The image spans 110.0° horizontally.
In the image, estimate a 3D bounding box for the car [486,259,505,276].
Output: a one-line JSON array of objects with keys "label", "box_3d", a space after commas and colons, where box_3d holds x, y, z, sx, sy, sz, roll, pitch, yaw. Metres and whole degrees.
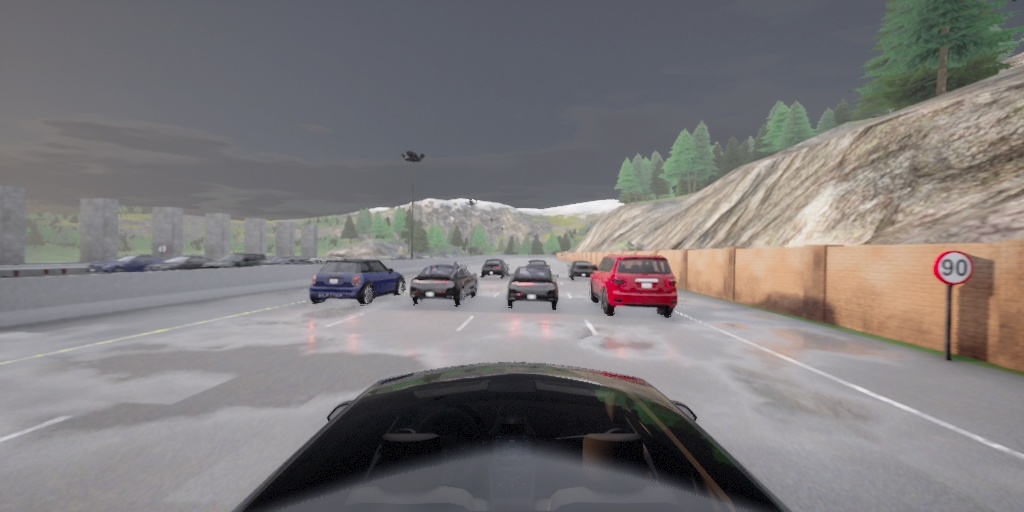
[{"label": "car", "box_3d": [-1.369, 1.011, 29.944, 1.837, 1.490, 4.892, 1, 1, 5]}]

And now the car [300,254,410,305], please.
[{"label": "car", "box_3d": [-6.126, 0.894, 14.796, 2.097, 1.767, 4.553, 1, 0, 5]}]

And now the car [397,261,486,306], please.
[{"label": "car", "box_3d": [-2.619, 1.093, 14.768, 2.128, 1.511, 4.902, 1, 0, 5]}]

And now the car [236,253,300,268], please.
[{"label": "car", "box_3d": [-16.032, 0.782, 25.078, 2.128, 1.511, 4.902, 1, 0, 6]}]

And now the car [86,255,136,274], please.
[{"label": "car", "box_3d": [-26.581, 0.634, 25.250, 1.812, 1.442, 4.674, 1, 1, 7]}]

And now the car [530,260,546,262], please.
[{"label": "car", "box_3d": [2.117, 1.073, 29.639, 1.837, 1.490, 4.892, 1, 1, 5]}]

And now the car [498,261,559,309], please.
[{"label": "car", "box_3d": [0.874, 1.155, 14.558, 2.128, 1.511, 4.902, 1, 0, 5]}]

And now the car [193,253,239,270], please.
[{"label": "car", "box_3d": [-19.422, 0.582, 25.543, 2.097, 1.767, 4.553, 1, 0, 3]}]

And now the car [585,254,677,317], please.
[{"label": "car", "box_3d": [4.296, 0.954, 13.469, 2.150, 2.045, 5.566, 1, 1, 5]}]

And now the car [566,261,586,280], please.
[{"label": "car", "box_3d": [5.606, 1.135, 29.357, 1.837, 1.490, 4.892, 1, 1, 5]}]

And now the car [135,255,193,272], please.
[{"label": "car", "box_3d": [-23.070, 0.693, 25.417, 1.812, 1.442, 4.674, 1, 1, 6]}]
